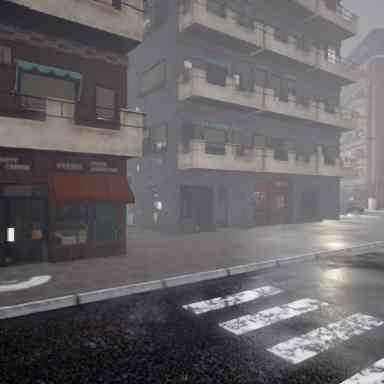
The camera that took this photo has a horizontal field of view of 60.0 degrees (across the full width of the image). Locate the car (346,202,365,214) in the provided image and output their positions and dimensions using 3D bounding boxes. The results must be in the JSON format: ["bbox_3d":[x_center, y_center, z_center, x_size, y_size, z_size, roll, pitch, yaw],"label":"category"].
[{"bbox_3d":[18.045,1.808,38.320,1.895,1.301,4.718,0,0,5],"label":"car"}]
